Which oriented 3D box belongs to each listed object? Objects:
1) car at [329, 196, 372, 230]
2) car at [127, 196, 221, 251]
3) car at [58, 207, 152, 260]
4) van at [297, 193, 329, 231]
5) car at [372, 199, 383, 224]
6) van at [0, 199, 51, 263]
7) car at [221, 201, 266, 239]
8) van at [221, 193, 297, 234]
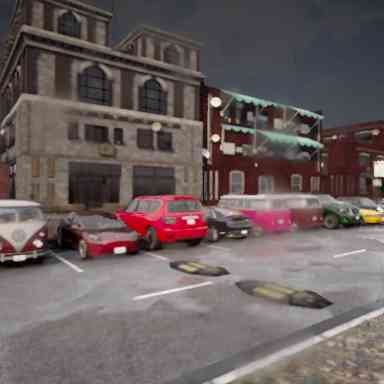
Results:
[{"bbox_3d":[7.625,1.087,20.767,2.435,2.045,5.566,-1,0,-35],"label":"car"},{"bbox_3d":[-1.579,1.184,14.322,2.435,2.045,5.566,-1,0,-35],"label":"car"},{"bbox_3d":[-3.712,1.484,12.747,2.163,1.488,4.792,0,0,-35],"label":"car"},{"bbox_3d":[5.176,1.141,19.209,1.878,1.987,4.442,-1,0,-35],"label":"van"},{"bbox_3d":[9.987,1.308,22.253,1.946,1.575,5.366,-1,0,-35],"label":"car"},{"bbox_3d":[-6.036,1.247,10.997,1.878,1.987,4.442,0,0,-35],"label":"van"},{"bbox_3d":[0.812,1.415,15.969,2.231,1.521,4.892,-1,1,-35],"label":"car"},{"bbox_3d":[3.009,1.165,17.677,1.878,1.987,4.442,-1,0,-35],"label":"van"}]
